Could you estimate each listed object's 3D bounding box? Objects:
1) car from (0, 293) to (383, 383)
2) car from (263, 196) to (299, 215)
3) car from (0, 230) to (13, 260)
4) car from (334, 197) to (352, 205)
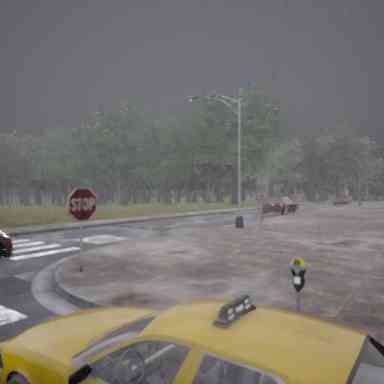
[{"bbox_3d":[0.120,1.524,2.721,4.829,1.417,1.752,0,0,35],"label":"car"},{"bbox_3d":[8.418,1.156,31.320,2.097,1.767,4.553,0,0,36],"label":"car"},{"bbox_3d":[-7.522,1.296,9.152,2.097,1.767,4.553,1,1,36],"label":"car"},{"bbox_3d":[24.244,1.468,53.314,1.895,1.301,4.718,0,0,36],"label":"car"}]
